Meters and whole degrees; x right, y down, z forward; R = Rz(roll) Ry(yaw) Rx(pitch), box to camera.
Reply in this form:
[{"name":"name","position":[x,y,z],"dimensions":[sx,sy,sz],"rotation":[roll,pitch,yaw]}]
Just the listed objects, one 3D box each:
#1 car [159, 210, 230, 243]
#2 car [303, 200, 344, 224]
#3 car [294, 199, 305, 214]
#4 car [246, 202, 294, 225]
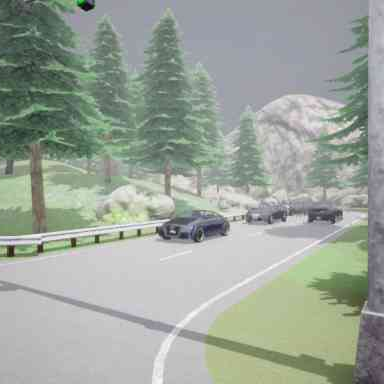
[{"name":"car","position":[0.223,1.579,16.466],"dimensions":[1.994,1.385,4.181],"rotation":[0,0,33]},{"name":"car","position":[10.111,1.596,25.062],"dimensions":[1.837,1.490,4.892],"rotation":[0,-1,33]},{"name":"car","position":[11.003,1.529,33.503],"dimensions":[1.837,1.490,4.892],"rotation":[0,0,26]},{"name":"car","position":[5.648,1.512,24.801],"dimensions":[2.128,1.511,4.902],"rotation":[0,0,33]}]
